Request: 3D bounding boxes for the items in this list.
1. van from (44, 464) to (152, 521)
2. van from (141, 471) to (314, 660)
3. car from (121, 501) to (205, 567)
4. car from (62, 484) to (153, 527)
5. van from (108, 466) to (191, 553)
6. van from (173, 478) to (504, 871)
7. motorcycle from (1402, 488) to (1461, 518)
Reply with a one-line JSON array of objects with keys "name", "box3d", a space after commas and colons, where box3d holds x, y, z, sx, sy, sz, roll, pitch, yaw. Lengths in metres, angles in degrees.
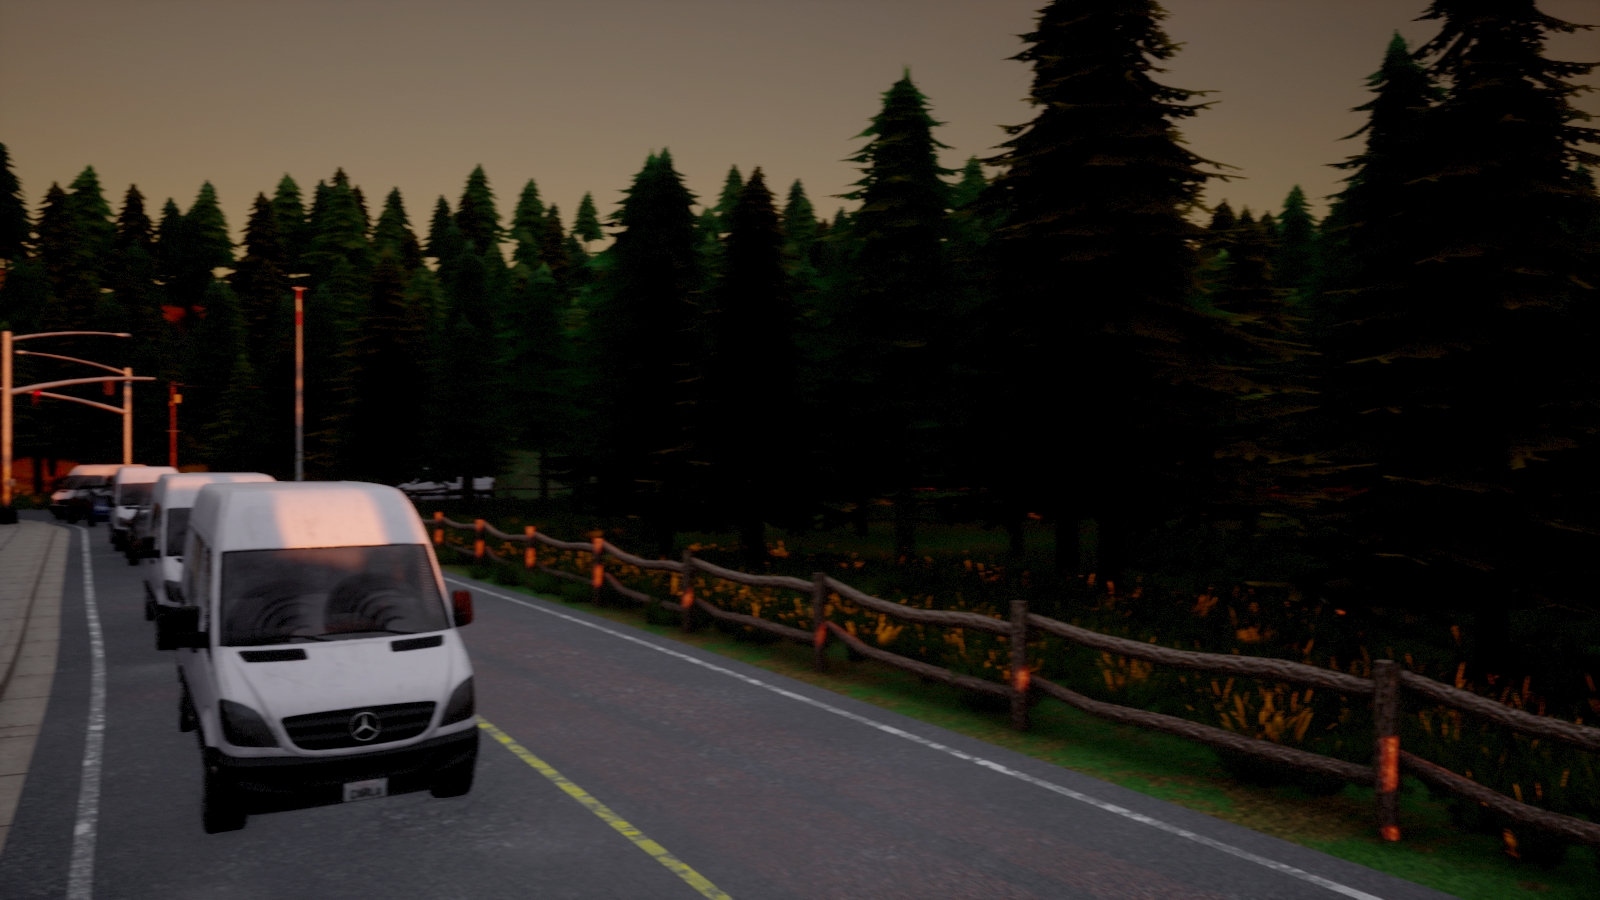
[{"name": "van", "box3d": [-33.665, 1.961, 55.040, 1.988, 2.561, 5.915, 0, -1, -5]}, {"name": "van", "box3d": [-9.611, 1.657, 18.889, 1.988, 2.561, 5.915, 0, 0, -32]}, {"name": "car", "box3d": [-17.510, 2.253, 31.339, 1.789, 1.549, 3.705, 0, 0, -32]}, {"name": "car", "box3d": [-29.769, 2.338, 49.083, 4.611, 1.667, 2.242, -1, 0, 44]}, {"name": "van", "box3d": [-21.056, 1.805, 36.867, 1.988, 2.561, 5.915, 0, 0, -33]}, {"name": "van", "box3d": [-4.646, 1.591, 10.768, 1.988, 2.561, 5.915, 0, -1, -31]}, {"name": "motorcycle", "box3d": [28.853, 2.403, 52.217, 0.867, 1.251, 2.209, 0, 0, -33]}]
